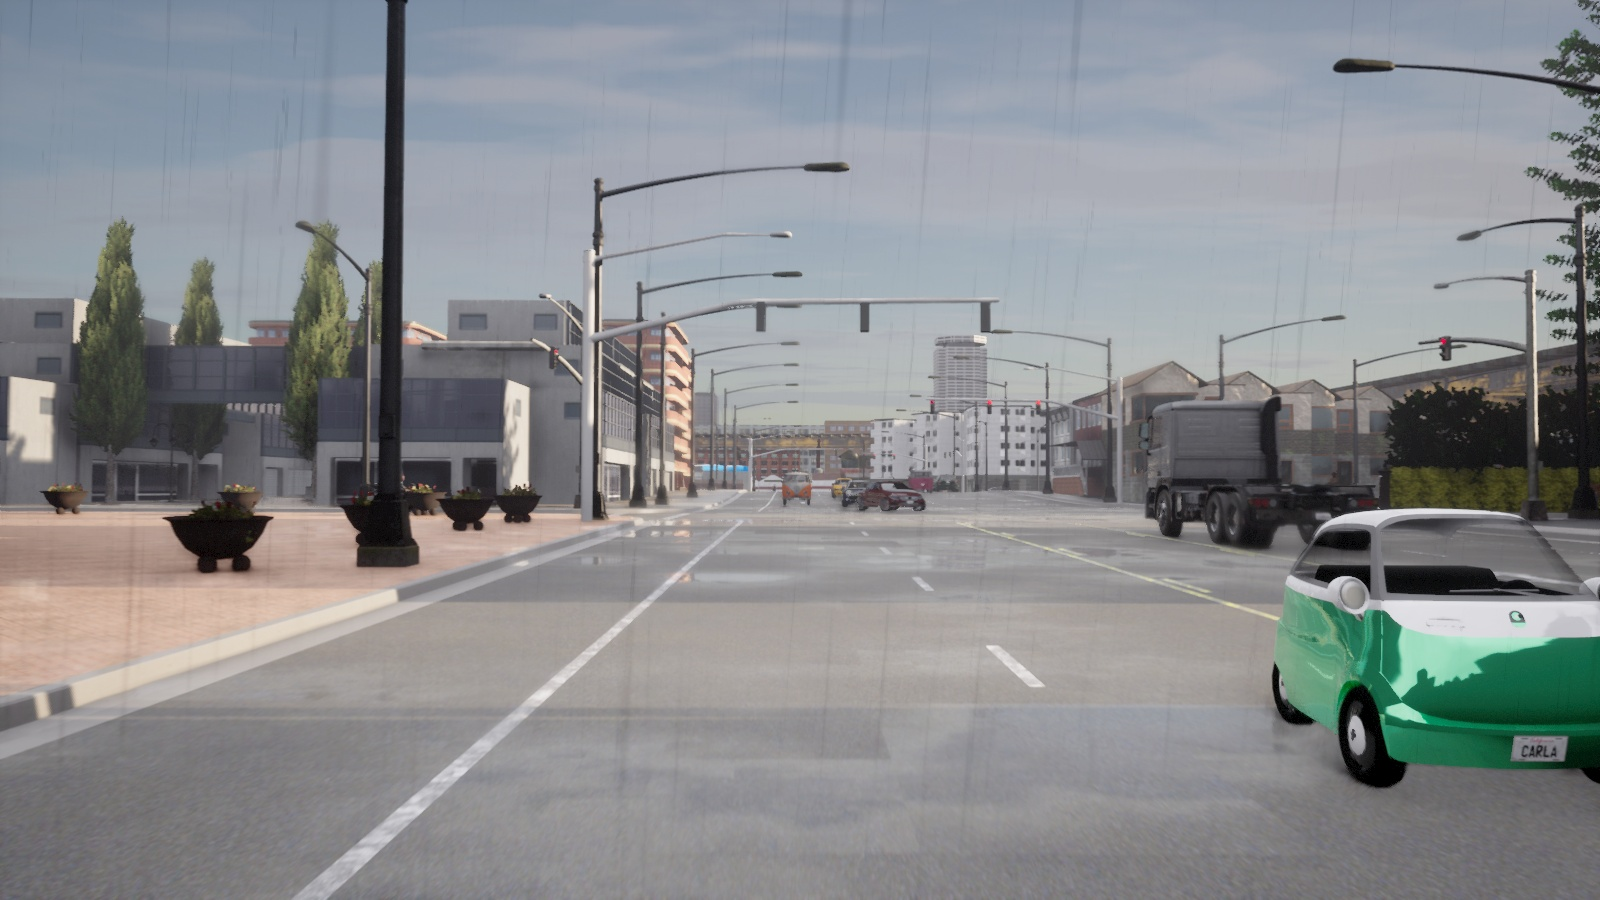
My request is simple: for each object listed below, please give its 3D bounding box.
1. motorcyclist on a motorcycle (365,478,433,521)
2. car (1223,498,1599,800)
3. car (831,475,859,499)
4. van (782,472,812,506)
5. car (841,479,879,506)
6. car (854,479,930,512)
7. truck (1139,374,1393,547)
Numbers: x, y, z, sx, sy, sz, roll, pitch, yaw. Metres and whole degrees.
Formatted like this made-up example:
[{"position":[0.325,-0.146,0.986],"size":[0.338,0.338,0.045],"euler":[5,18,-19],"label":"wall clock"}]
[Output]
[{"position":[-14.556,1.793,45.642],"size":[2.191,1.530,0.866],"euler":[0,-2,0],"label":"motorcyclist on a motorcycle"},{"position":[3.483,0.974,7.002],"size":[1.481,1.376,2.207],"euler":[0,-1,0],"label":"car"},{"position":[3.281,2.694,92.428],"size":[1.801,1.575,5.366],"euler":[0,0,0],"label":"car"},{"position":[-0.181,2.341,76.437],"size":[1.775,1.987,4.442],"euler":[0,-1,0],"label":"van"},{"position":[3.334,2.380,70.445],"size":[1.970,1.475,3.806],"euler":[0,-2,0],"label":"car"},{"position":[4.275,2.134,59.215],"size":[1.812,1.442,4.674],"euler":[0,-2,-20],"label":"car"},{"position":[10.427,0.300,29.193],"size":[2.891,3.462,7.936],"euler":[0,-1,0],"label":"truck"}]
